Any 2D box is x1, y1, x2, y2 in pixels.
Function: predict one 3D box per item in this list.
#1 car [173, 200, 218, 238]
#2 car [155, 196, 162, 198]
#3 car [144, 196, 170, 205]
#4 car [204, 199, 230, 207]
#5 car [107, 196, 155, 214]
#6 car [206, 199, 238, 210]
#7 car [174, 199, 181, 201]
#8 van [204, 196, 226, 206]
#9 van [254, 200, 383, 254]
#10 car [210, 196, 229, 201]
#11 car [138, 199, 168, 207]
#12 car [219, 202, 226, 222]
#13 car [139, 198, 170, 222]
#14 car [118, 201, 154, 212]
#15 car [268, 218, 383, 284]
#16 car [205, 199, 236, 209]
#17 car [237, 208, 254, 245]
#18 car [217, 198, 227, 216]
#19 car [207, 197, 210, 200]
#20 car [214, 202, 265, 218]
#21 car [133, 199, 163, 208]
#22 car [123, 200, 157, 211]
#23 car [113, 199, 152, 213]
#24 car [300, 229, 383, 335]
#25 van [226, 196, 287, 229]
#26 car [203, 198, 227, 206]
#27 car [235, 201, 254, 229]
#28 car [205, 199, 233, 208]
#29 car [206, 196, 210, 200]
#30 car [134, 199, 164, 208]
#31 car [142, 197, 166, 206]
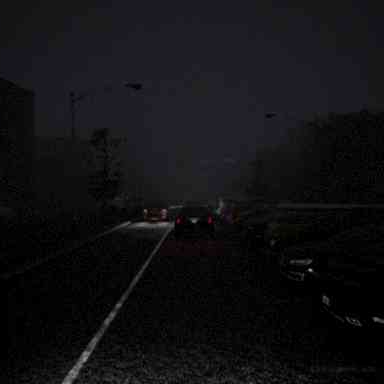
[{"bbox_3d":[0.121,1.532,19.057,2.097,1.767,4.553,0,0,0],"label":"car"},{"bbox_3d":[-7.654,1.868,54.816,4.553,1.767,2.185,0,-1,0],"label":"car"},{"bbox_3d":[-7.576,1.831,72.346,5.566,2.045,2.435,0,0,0],"label":"car"},{"bbox_3d":[4.724,2.083,64.201,4.892,1.521,2.231,0,0,0],"label":"car"},{"bbox_3d":[-7.666,1.605,40.127,5.566,2.045,2.435,0,-1,0],"label":"car"},{"bbox_3d":[4.700,1.977,53.030,5.008,1.535,2.097,0,-1,0],"label":"car"},{"bbox_3d":[-2.927,2.197,69.769,1.895,1.301,4.718,0,0,0],"label":"car"},{"bbox_3d":[4.603,1.877,66.996,4.442,1.987,1.878,0,0,0],"label":"van"},{"bbox_3d":[4.545,1.360,11.129,4.442,1.987,1.878,0,-1,0],"label":"van"},{"bbox_3d":[4.710,1.517,30.685,5.566,2.045,2.435,0,-1,0],"label":"car"},{"bbox_3d":[-7.428,2.073,63.630,5.366,1.575,1.946,0,-1,0],"label":"car"},{"bbox_3d":[4.704,1.746,25.096,4.792,1.488,2.163,0,-1,0],"label":"car"},{"bbox_3d":[-3.067,1.627,29.297,2.097,1.767,4.553,0,-1,0],"label":"car"},{"bbox_3d":[-7.629,1.950,45.875,4.674,1.452,2.002,0,-1,0],"label":"car"},{"bbox_3d":[4.665,1.561,8.333,4.892,1.521,2.231,0,-1,0],"label":"car"},{"bbox_3d":[4.715,2.005,55.823,4.892,1.521,2.231,0,-1,0],"label":"car"},{"bbox_3d":[4.659,1.613,14.045,5.008,1.535,2.097,0,-1,0],"label":"car"},{"bbox_3d":[4.648,1.617,27.889,4.553,1.767,2.185,0,-1,0],"label":"car"},{"bbox_3d":[4.728,1.775,44.775,4.553,1.767,2.185,0,-1,0],"label":"car"},{"bbox_3d":[4.714,1.824,33.474,4.792,1.488,2.163,0,-1,0],"label":"car"},{"bbox_3d":[-7.626,2.021,57.628,4.892,1.521,2.231,0,-1,0],"label":"car"},{"bbox_3d":[-7.626,1.979,48.938,4.674,1.452,2.002,0,-1,0],"label":"car"},{"bbox_3d":[-7.604,1.757,42.939,4.553,1.767,2.185,0,-1,0],"label":"car"},{"bbox_3d":[4.650,1.534,5.539,4.892,1.521,2.231,0,-1,0],"label":"car"},{"bbox_3d":[4.790,1.464,22.302,4.442,1.987,1.878,0,-1,0],"label":"van"},{"bbox_3d":[4.717,2.103,69.804,4.892,1.521,2.231,0,1,0],"label":"car"},{"bbox_3d":[4.698,1.512,16.716,4.553,1.767,2.185,0,-1,0],"label":"car"},{"bbox_3d":[4.705,2.032,58.741,4.892,1.521,2.231,0,-1,0],"label":"car"},{"bbox_3d":[4.674,1.700,50.238,5.566,2.045,2.435,0,-1,0],"label":"car"},{"bbox_3d":[-7.801,2.046,60.691,5.366,1.575,1.946,0,-1,0],"label":"car"},{"bbox_3d":[-7.580,1.973,66.573,4.553,1.767,2.185,0,0,0],"label":"car"}]
